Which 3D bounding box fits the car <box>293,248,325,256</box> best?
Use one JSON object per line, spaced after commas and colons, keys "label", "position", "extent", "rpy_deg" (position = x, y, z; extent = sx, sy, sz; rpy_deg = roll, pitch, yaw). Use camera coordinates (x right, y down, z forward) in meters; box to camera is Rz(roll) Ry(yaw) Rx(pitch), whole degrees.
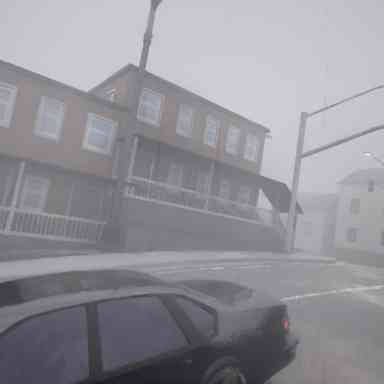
{"label": "car", "position": [9.650, 5.690, 29.289], "extent": [1.812, 1.442, 4.674], "rpy_deg": [14, -16, -34]}

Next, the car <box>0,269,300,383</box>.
{"label": "car", "position": [-1.284, 1.546, 3.079], "extent": [5.357, 1.411, 2.033], "rpy_deg": [1, 0, -36]}
